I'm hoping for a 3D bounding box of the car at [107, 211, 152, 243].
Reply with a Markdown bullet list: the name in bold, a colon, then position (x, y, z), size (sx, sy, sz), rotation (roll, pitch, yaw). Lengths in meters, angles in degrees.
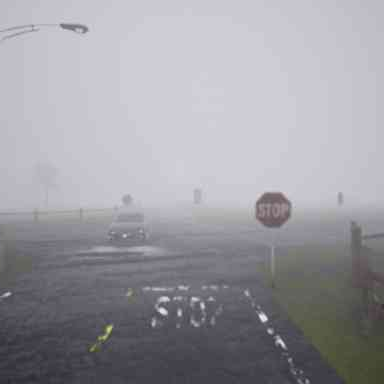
- **car**: position (-3.163, 1.784, 17.525), size (1.837, 1.490, 4.892), rotation (-1, -1, -2)
